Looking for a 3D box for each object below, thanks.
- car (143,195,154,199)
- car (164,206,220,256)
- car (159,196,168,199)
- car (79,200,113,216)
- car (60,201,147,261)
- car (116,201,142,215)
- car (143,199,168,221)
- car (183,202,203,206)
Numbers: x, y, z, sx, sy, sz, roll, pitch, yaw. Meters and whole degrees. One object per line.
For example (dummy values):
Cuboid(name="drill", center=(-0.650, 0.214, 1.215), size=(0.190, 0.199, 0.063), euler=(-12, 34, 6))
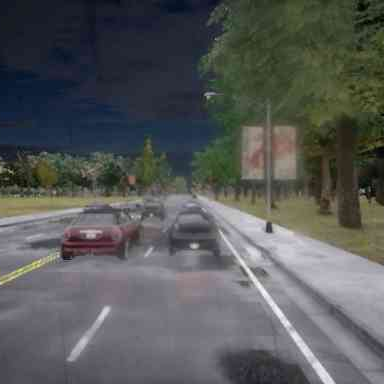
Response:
Cuboid(name="car", center=(-9.782, 1.527, 75.193), size=(2.097, 1.767, 4.553), euler=(0, 0, 0))
Cuboid(name="car", center=(0.088, 1.542, 13.379), size=(1.837, 1.490, 4.892), euler=(0, 0, 0))
Cuboid(name="car", center=(-6.532, 1.660, 75.997), size=(1.837, 1.490, 4.892), euler=(0, 0, 0))
Cuboid(name="car", center=(-9.863, 1.647, 34.769), size=(2.033, 1.411, 5.357), euler=(0, 0, 0))
Cuboid(name="car", center=(-3.164, 1.387, 12.556), size=(2.097, 1.767, 4.553), euler=(0, 0, 0))
Cuboid(name="car", center=(-6.609, 1.666, 35.454), size=(1.994, 1.385, 4.181), euler=(0, 0, 0))
Cuboid(name="car", center=(-3.169, 1.586, 28.561), size=(1.837, 1.490, 4.892), euler=(0, 0, 0))
Cuboid(name="car", center=(0.083, 1.609, 29.510), size=(1.812, 1.442, 4.674), euler=(0, 0, 0))
